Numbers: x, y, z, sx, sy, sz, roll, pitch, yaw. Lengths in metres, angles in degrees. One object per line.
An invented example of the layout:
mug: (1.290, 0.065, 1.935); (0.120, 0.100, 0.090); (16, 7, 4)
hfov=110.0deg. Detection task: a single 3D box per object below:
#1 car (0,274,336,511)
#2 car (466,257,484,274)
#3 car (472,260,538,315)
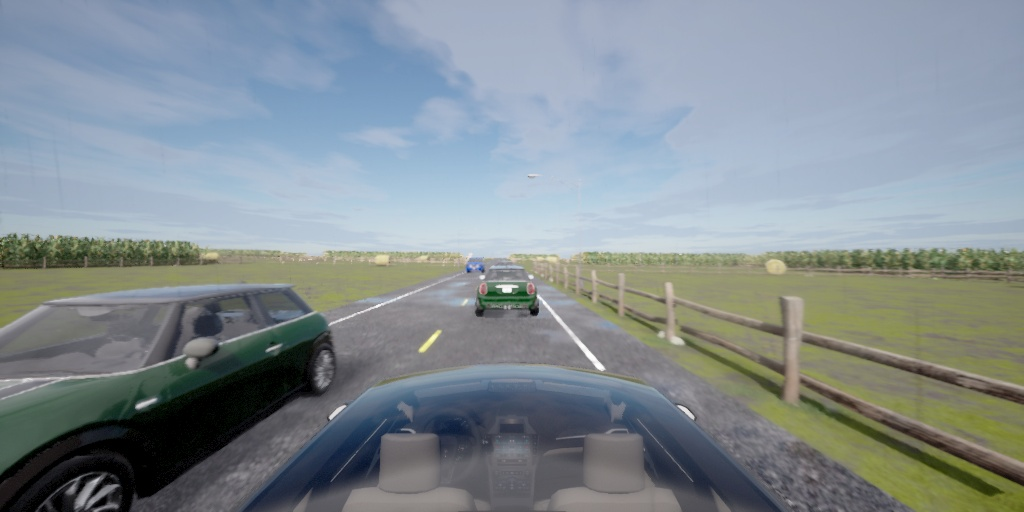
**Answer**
car: (-3.727, 1.126, 3.590); (2.097, 1.767, 4.553); (0, 0, -1)
car: (-4.579, 1.158, 45.584); (2.150, 2.045, 5.566); (0, 0, -1)
car: (-0.204, 1.154, 13.942); (2.097, 1.767, 4.553); (0, 0, -1)
